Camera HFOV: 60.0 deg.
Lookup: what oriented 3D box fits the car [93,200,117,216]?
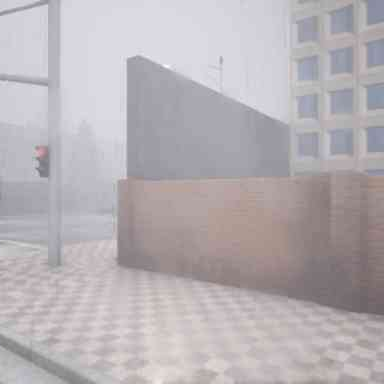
[{"bbox_3d":[-6.941,1.492,32.325,2.033,1.411,5.357,0,0,36],"label":"car"}]
